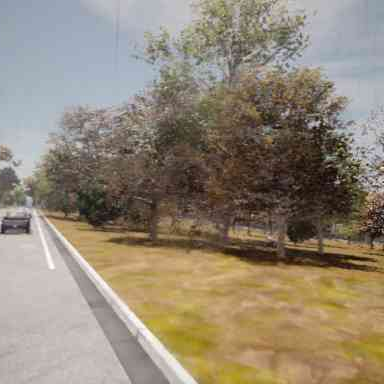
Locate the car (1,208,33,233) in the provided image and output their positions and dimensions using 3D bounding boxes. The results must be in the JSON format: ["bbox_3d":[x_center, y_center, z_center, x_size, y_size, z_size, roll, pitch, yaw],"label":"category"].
[{"bbox_3d":[-13.389,2.264,25.453,2.128,1.511,4.902,3,-3,-26],"label":"car"}]

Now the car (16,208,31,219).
[{"bbox_3d":[-23.946,2.968,47.280,1.812,1.442,4.674,3,-3,-26],"label":"car"}]
